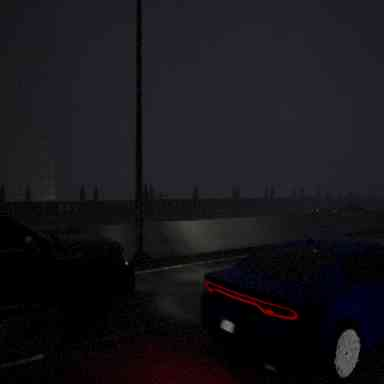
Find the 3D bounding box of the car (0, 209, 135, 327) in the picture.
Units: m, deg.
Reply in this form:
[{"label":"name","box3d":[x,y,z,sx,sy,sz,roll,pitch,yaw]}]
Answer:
[{"label":"car","box3d":[-3.733,1.220,5.382,5.566,2.045,2.150,0,0,-36]}]

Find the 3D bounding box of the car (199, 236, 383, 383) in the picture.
[{"label":"car","box3d":[2.446,1.476,5.492,5.008,1.535,1.882,0,0,-36]}]

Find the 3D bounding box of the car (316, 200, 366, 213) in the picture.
[{"label":"car","box3d":[11.175,1.323,24.741,4.674,1.442,1.812,0,0,-36]}]
